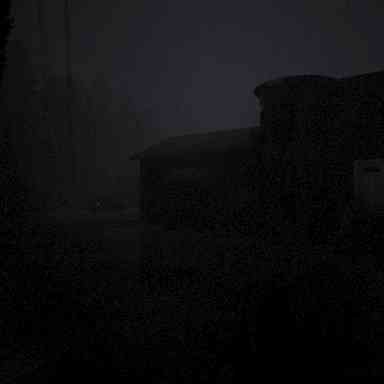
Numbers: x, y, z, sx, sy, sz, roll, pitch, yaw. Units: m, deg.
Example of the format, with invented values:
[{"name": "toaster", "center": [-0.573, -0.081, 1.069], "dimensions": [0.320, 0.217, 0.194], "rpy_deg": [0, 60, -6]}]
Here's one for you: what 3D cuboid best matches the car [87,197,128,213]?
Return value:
[{"name": "car", "center": [-9.226, 1.349, 36.843], "dimensions": [2.097, 1.767, 4.553], "rpy_deg": [0, 0, 36]}]
